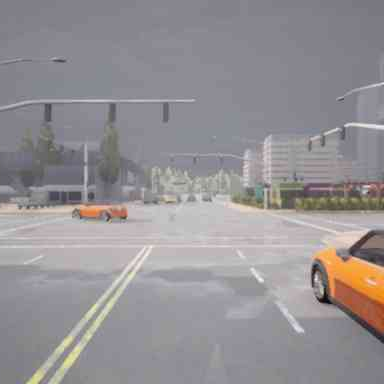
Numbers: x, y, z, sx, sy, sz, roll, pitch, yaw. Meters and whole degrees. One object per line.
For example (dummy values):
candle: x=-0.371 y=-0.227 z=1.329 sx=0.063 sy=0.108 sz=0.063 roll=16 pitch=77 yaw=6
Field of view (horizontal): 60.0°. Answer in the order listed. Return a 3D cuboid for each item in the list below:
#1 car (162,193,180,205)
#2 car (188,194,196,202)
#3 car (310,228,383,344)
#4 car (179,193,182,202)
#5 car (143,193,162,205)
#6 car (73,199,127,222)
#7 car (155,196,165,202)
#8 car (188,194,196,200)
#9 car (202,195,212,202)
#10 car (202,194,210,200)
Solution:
car: x=-3.548 y=1.463 z=57.653 sx=1.882 sy=1.535 sz=5.008 roll=0 pitch=0 yaw=1
car: x=-0.002 y=1.497 z=74.650 sx=2.128 sy=1.511 sz=4.902 roll=0 pitch=0 yaw=0
car: x=3.564 y=1.351 z=5.314 sx=2.097 sy=1.767 sz=4.553 roll=0 pitch=0 yaw=0
car: x=-3.502 y=1.206 z=73.367 sx=2.150 sy=2.045 sz=5.566 roll=0 pitch=0 yaw=0
car: x=-7.045 y=1.205 z=57.634 sx=2.150 sy=2.045 sz=5.566 roll=0 pitch=0 yaw=1
car: x=-7.396 y=1.345 z=26.536 sx=4.553 sy=1.767 sz=2.097 roll=0 pitch=0 yaw=32
car: x=-7.002 y=1.533 z=73.116 sx=1.994 sy=1.385 sz=4.181 roll=0 pitch=0 yaw=0
car: x=-0.003 y=1.350 z=84.923 sx=1.837 sy=1.490 sz=4.892 roll=0 pitch=0 yaw=0
car: x=3.498 y=1.497 z=74.650 sx=2.128 sy=1.511 sz=4.902 roll=0 pitch=0 yaw=0
car: x=3.497 y=1.375 z=84.925 sx=1.812 sy=1.442 sz=4.674 roll=0 pitch=0 yaw=0
